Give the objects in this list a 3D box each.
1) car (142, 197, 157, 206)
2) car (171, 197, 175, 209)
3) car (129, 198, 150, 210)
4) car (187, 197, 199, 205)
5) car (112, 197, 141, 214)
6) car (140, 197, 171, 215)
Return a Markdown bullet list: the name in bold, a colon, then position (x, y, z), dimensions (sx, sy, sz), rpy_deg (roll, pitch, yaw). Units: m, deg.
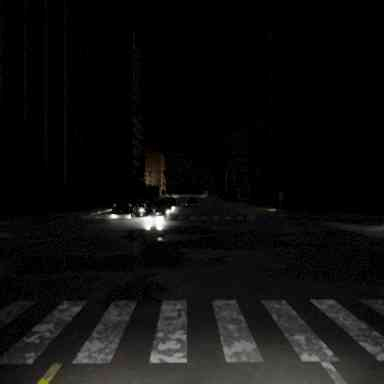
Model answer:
- **car**: position (-7.026, 1.584, 55.360), dimensions (1.895, 1.301, 4.718), rpy_deg (0, 0, 1)
- **car**: position (-3.572, 1.551, 42.458), dimensions (1.994, 1.385, 4.181), rpy_deg (0, 0, 0)
- **car**: position (-7.072, 1.534, 45.100), dimensions (2.033, 1.411, 5.357), rpy_deg (0, 0, 0)
- **car**: position (0.117, 1.530, 56.569), dimensions (2.033, 1.411, 5.357), rpy_deg (0, 0, 0)
- **car**: position (-7.073, 1.341, 35.627), dimensions (2.097, 1.767, 4.553), rpy_deg (0, 0, 0)
- **car**: position (-3.573, 1.481, 33.538), dimensions (2.128, 1.511, 4.902), rpy_deg (0, 0, -1)
